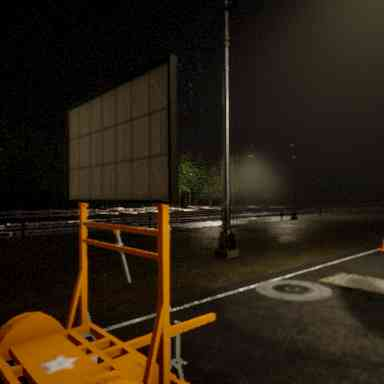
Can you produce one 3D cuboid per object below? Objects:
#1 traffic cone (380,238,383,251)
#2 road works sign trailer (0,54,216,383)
[{"bbox_3d":[7.950,2.107,13.716,0.340,0.580,0.340,1,-1,-42],"label":"traffic cone"},{"bbox_3d":[-0.756,0.523,3.950,2.880,3.560,2.380,0,-1,-42],"label":"road works sign trailer"}]
